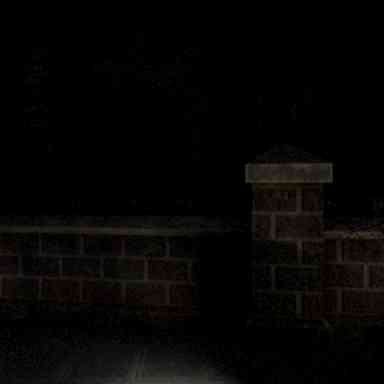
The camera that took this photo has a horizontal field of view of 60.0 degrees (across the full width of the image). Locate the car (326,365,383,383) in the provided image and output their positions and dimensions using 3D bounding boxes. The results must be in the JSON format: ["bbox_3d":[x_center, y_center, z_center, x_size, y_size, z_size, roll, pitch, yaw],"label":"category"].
[{"bbox_3d":[3.032,1.525,1.669,4.674,1.442,1.812,0,0,8],"label":"car"}]
